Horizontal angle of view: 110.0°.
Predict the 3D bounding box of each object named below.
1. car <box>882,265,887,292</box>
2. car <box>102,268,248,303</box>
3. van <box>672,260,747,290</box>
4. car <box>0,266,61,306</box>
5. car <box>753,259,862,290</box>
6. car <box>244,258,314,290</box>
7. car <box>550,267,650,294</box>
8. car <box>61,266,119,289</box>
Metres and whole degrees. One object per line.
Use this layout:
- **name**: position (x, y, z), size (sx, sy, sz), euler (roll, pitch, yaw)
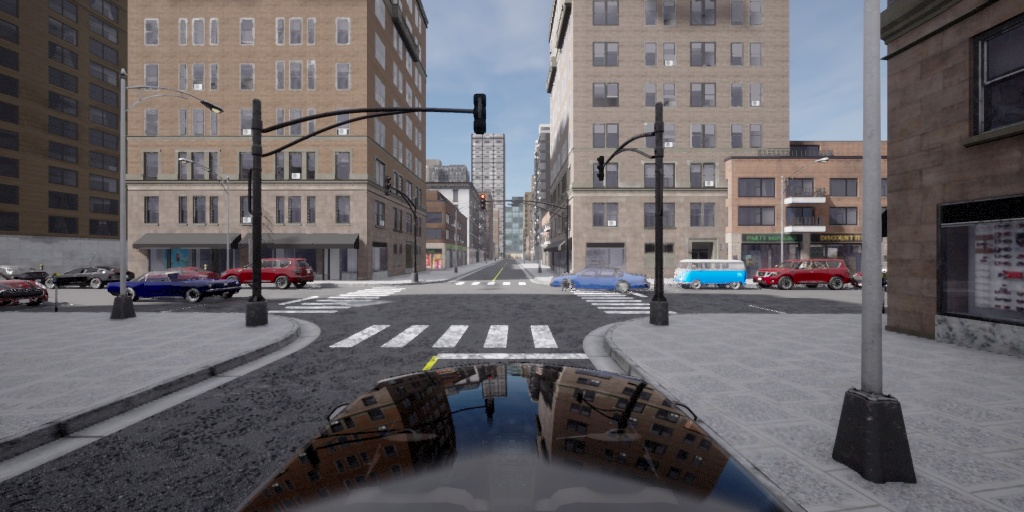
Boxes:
- **car**: position (22.409, 0.997, 19.100), size (5.566, 2.045, 2.150), euler (0, 0, 0)
- **car**: position (-14.997, 1.345, 16.139), size (4.718, 1.301, 1.895), euler (0, 0, 3)
- **van**: position (12.043, 1.108, 21.918), size (3.998, 1.789, 1.690), euler (0, 0, 0)
- **car**: position (-20.454, 1.179, 13.589), size (4.097, 1.591, 1.967), euler (0, 0, 0)
- **car**: position (17.639, 1.086, 21.884), size (5.009, 1.841, 2.192), euler (0, 0, 0)
- **car**: position (-14.904, 1.059, 22.081), size (5.009, 1.841, 2.192), euler (0, 0, 0)
- **car**: position (4.936, 1.308, 20.347), size (5.357, 1.411, 2.033), euler (0, 0, 19)
- **car**: position (-25.951, 1.300, 22.148), size (4.313, 1.339, 1.948), euler (0, 0, 0)
